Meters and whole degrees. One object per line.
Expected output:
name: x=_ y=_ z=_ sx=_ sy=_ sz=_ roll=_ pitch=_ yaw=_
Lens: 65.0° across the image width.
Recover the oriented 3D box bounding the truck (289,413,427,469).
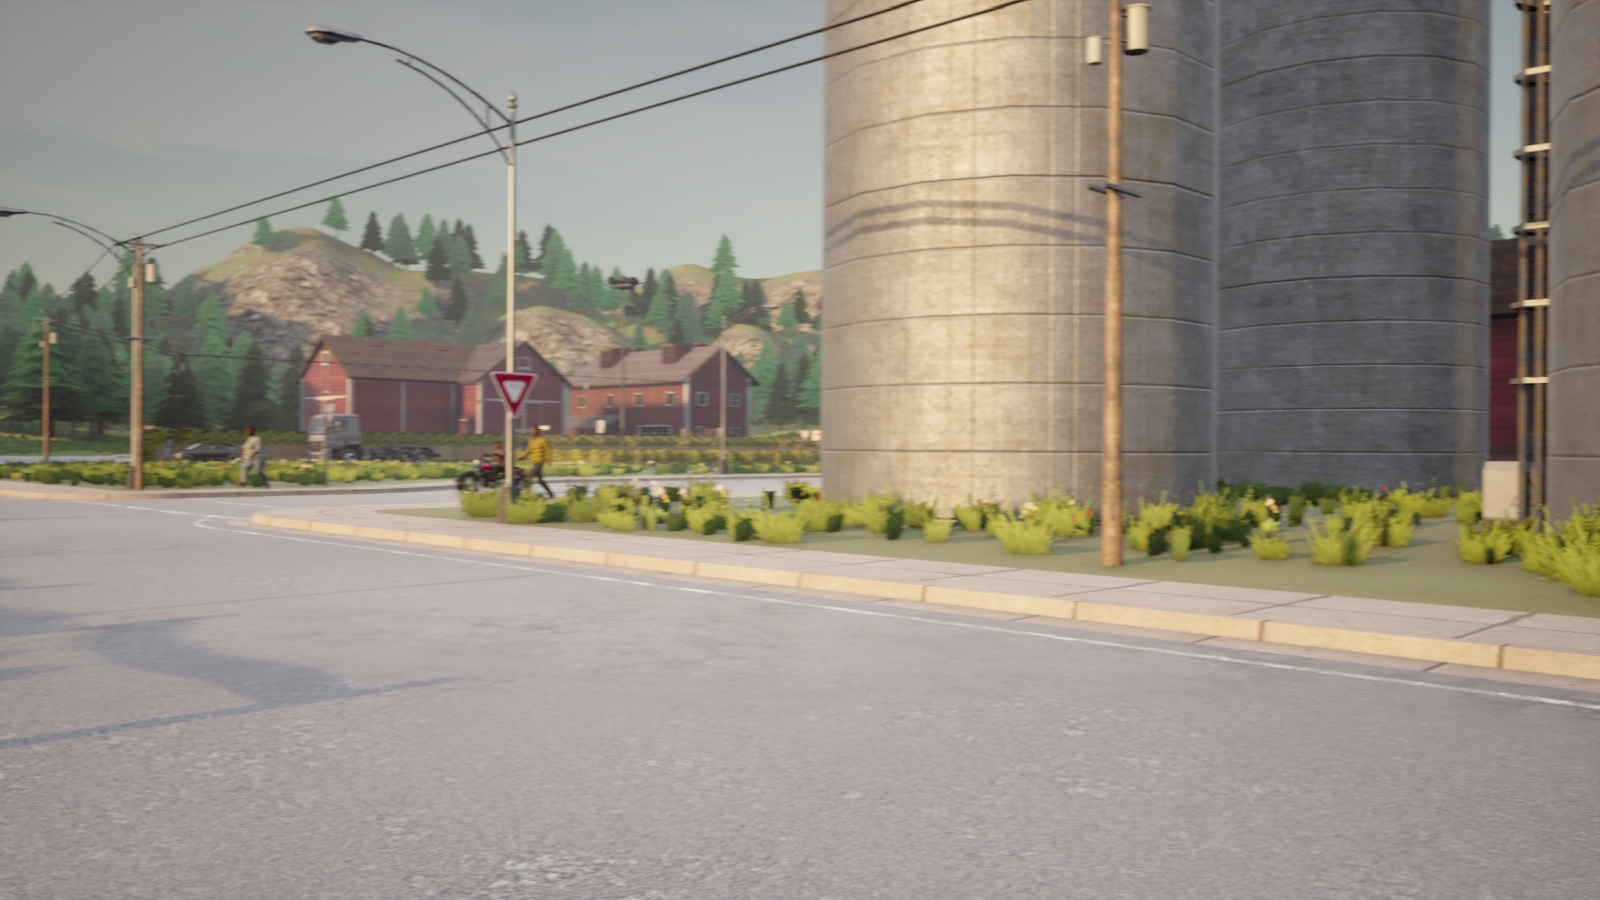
truck: x=-28.266 y=-0.558 z=80.564 sx=2.891 sy=3.462 sz=7.936 roll=0 pitch=0 yaw=44

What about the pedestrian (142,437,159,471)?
pedestrian: x=-37.989 y=0.215 z=73.450 sx=0.873 sy=1.952 sz=0.659 roll=0 pitch=0 yaw=-30

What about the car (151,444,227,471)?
car: x=-35.641 y=0.412 z=73.300 sx=3.705 sy=1.549 sz=1.789 roll=0 pitch=0 yaw=-38

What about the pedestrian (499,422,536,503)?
pedestrian: x=-6.542 y=0.289 z=29.099 sx=0.709 sy=1.840 sz=0.431 roll=0 pitch=0 yaw=-42

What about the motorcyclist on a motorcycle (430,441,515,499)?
motorcyclist on a motorcycle: x=-9.579 y=0.553 z=36.819 sx=0.766 sy=1.649 sz=2.350 roll=0 pitch=0 yaw=43

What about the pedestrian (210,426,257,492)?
pedestrian: x=-16.121 y=0.249 z=35.733 sx=0.874 sy=1.855 sz=0.900 roll=0 pitch=0 yaw=31
